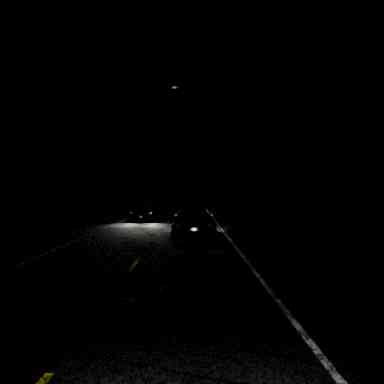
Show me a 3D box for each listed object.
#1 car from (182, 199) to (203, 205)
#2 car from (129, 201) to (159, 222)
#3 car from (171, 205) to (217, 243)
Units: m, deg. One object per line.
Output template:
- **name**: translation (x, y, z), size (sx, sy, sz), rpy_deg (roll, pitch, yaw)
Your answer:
- **car**: translation (0.088, 1.417, 32.232), size (1.882, 1.535, 5.008), rpy_deg (0, 0, 0)
- **car**: translation (-3.602, 1.469, 25.655), size (1.812, 1.442, 4.674), rpy_deg (0, 0, 0)
- **car**: translation (0.089, 1.517, 15.755), size (1.994, 1.385, 4.181), rpy_deg (0, 0, 0)
